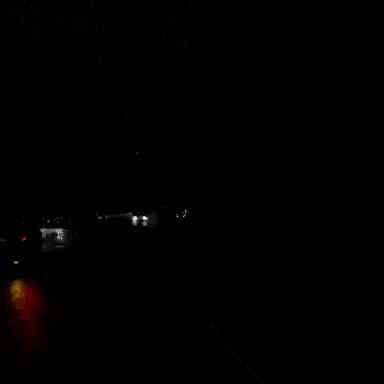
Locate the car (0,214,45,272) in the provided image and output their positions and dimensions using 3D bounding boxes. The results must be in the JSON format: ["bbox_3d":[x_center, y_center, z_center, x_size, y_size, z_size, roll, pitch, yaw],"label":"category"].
[{"bbox_3d":[-6.301,1.517,11.175,2.097,1.767,4.553,0,-1,-22],"label":"car"}]

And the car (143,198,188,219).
[{"bbox_3d":[-2.569,1.582,34.268,2.150,2.045,5.566,-1,0,18],"label":"car"}]

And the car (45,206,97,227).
[{"bbox_3d":[-9.377,1.851,25.907,1.837,1.490,4.892,-1,-1,20],"label":"car"}]

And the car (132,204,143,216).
[{"bbox_3d":[-4.995,1.950,38.689,2.033,1.411,5.357,-1,0,18],"label":"car"}]
